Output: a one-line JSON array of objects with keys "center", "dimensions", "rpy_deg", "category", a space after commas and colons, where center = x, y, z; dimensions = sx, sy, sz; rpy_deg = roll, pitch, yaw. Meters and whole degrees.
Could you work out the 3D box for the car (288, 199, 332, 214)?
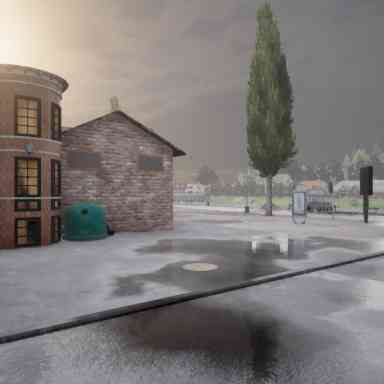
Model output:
[{"center": [12.687, 1.491, 36.146], "dimensions": [2.128, 1.511, 4.902], "rpy_deg": [0, 0, -36], "category": "car"}]
